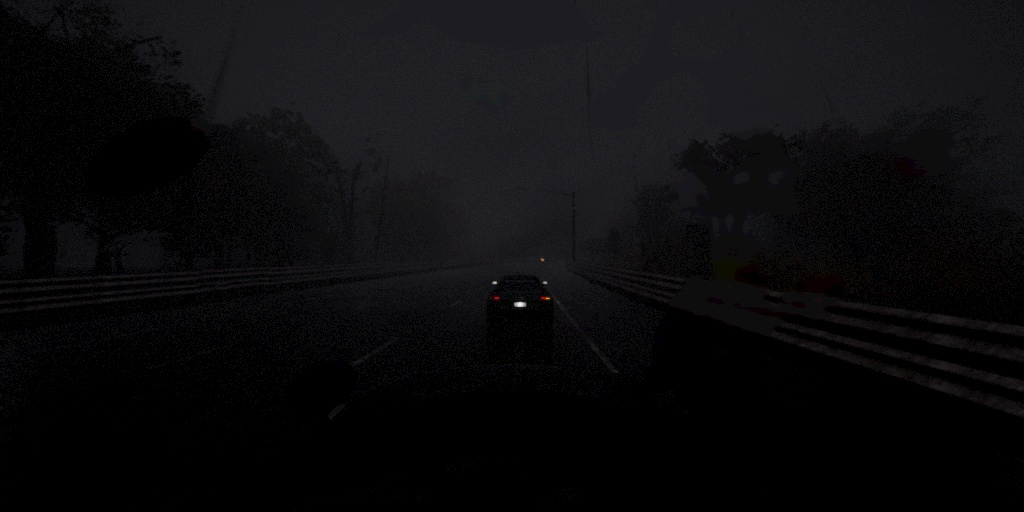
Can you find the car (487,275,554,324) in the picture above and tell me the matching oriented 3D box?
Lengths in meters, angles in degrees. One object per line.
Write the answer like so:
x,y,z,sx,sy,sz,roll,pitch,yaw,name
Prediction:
0.266,1.308,11.904,1.994,1.385,4.181,0,0,1,car
